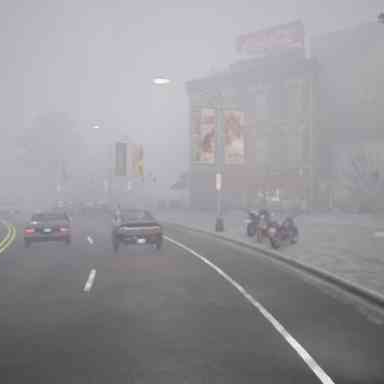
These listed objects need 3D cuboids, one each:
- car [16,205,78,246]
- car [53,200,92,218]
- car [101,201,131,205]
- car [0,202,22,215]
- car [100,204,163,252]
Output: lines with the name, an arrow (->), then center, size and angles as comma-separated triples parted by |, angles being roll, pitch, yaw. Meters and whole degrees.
car -> -6.573, 1.538, 15.278 | 2.033, 1.411, 5.357 | 0, 0, -22
car -> -10.923, 1.475, 29.247 | 2.128, 1.511, 4.902 | 0, 0, -38
car -> -5.789, 1.583, 27.876 | 1.895, 1.301, 4.718 | 0, 0, -31
car -> -18.389, 1.576, 32.404 | 4.718, 1.301, 1.895 | 0, 0, 44
car -> -2.527, 1.486, 13.962 | 2.128, 1.511, 4.902 | 0, 0, -18
